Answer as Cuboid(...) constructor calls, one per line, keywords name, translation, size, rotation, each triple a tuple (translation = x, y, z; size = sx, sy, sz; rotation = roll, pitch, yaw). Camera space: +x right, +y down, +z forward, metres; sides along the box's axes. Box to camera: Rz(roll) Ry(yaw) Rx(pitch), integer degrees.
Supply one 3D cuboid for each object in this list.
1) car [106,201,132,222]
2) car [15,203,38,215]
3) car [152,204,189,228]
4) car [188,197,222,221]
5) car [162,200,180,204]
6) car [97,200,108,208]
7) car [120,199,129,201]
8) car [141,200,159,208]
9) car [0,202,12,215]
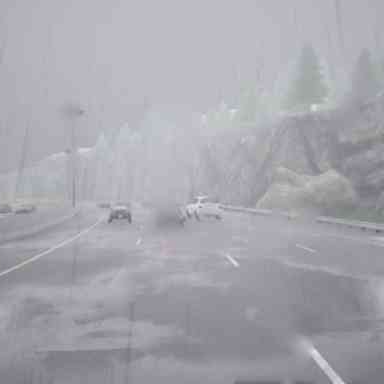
Cuboid(name="car", translation=(-6.295, 1.826, 29.345), size=(1.812, 1.442, 4.674), rotation=(0, -1, -11))
Cuboid(name="car", translation=(-20.073, 2.082, 40.550), size=(1.994, 1.385, 4.181), rotation=(0, 0, -16))
Cuboid(name="car", translation=(-1.664, 1.814, 23.836), size=(1.895, 1.301, 4.718), rotation=(0, 0, -9))
Cuboid(name="car", translation=(0.988, 1.459, 30.029), size=(2.150, 2.045, 5.566), rotation=(0, -1, -13))
Cuboid(name="car", translation=(-3.844, 2.132, 60.032), size=(1.895, 1.301, 4.718), rotation=(0, -1, -23))
Cuboid(name="car", translation=(-15.959, 2.208, 60.367), size=(1.994, 1.385, 4.181), rotation=(0, -1, -23))
Cuboid(name="car", translation=(-12.473, 2.109, 61.141), size=(2.128, 1.511, 4.902), rotation=(0, -1, -23))
Cuboid(name="car", translation=(-7.612, 2.114, 60.211), size=(2.033, 1.411, 5.357), rotation=(0, -1, -26))
Cuboid(name="car", translation=(-24.249, 2.062, 42.280), size=(2.128, 1.511, 4.902), rotation=(0, 0, -17))
